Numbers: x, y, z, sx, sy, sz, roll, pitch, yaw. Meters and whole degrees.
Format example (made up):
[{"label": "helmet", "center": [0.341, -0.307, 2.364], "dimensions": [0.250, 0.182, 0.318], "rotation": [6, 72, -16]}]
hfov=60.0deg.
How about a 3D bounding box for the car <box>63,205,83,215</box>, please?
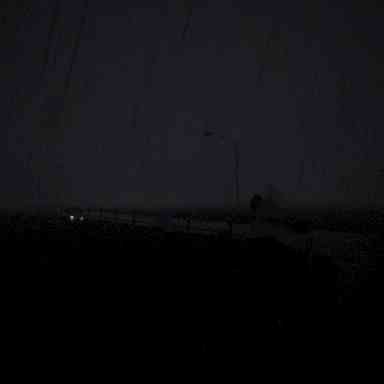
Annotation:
[{"label": "car", "center": [-18.116, 2.698, 50.463], "dimensions": [1.895, 1.301, 4.718], "rotation": [-1, -1, -35]}]
